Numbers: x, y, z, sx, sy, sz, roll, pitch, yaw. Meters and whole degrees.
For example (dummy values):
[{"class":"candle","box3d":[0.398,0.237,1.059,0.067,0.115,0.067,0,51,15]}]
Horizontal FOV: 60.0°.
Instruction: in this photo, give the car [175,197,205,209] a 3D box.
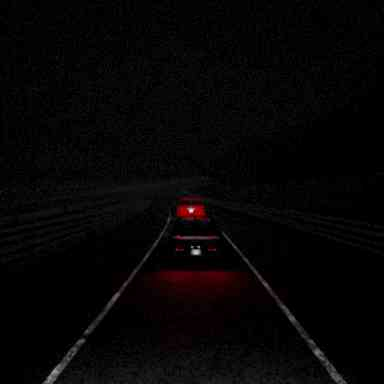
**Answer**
[{"class":"car","box3d":[-0.137,1.426,26.253,2.150,2.045,5.566,0,0,-2]}]

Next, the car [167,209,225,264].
[{"class":"car","box3d":[0.124,1.588,12.232,2.128,1.511,4.902,0,0,0]}]
